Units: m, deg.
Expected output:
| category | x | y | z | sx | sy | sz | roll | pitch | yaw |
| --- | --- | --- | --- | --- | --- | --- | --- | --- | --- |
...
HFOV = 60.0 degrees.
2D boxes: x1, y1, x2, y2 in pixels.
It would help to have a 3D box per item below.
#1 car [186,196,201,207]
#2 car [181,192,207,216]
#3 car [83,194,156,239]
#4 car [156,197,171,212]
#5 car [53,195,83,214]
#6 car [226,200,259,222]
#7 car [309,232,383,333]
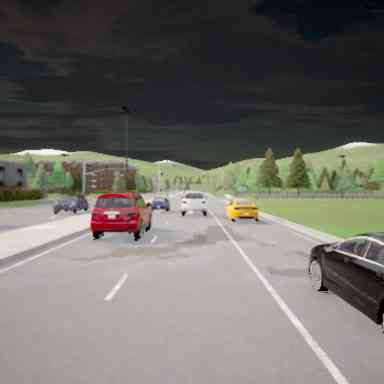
| category | x | y | z | sx | sy | sz | roll | pitch | yaw |
| --- | --- | --- | --- | --- | --- | --- | --- | --- | --- |
| car | 0.196 | 1.245 | 44.766 | 1.994 | 1.385 | 4.181 | 0 | 1 | 1 |
| car | 0.193 | 1.004 | 30.062 | 2.150 | 2.045 | 5.566 | 0 | 0 | 0 |
| car | -3.348 | 1.101 | 16.577 | 2.150 | 2.045 | 5.566 | 0 | 0 | 0 |
| car | -3.299 | 1.274 | 35.082 | 1.812 | 1.442 | 4.674 | 0 | 0 | 0 |
| car | -11.398 | 1.043 | 31.538 | 2.097 | 1.767 | 4.553 | 0 | 0 | 0 |
| car | 3.680 | 1.302 | 24.861 | 1.882 | 1.535 | 5.008 | 0 | 0 | 0 |
| car | 3.633 | 1.451 | 5.859 | 2.128 | 1.511 | 4.902 | 0 | 0 | 0 |
